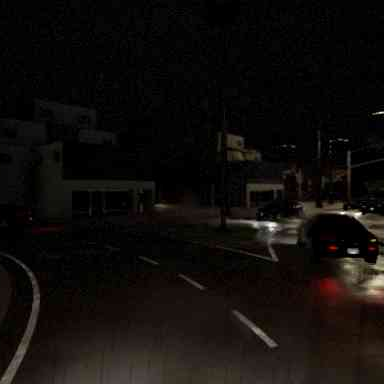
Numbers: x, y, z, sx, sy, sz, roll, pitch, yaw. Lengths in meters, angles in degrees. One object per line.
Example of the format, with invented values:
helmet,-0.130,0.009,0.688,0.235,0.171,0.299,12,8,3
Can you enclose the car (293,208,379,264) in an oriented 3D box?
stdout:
car,4.898,1.489,11.629,1.812,1.442,4.674,0,0,9

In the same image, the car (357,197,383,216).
car,17.274,1.441,30.718,4.181,1.385,1.994,0,0,-44

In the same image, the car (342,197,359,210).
car,18.424,1.370,36.963,4.892,1.490,1.837,-1,0,-44

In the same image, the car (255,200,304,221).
car,7.102,1.445,26.551,4.892,1.490,1.837,0,0,-39

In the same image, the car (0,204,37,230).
car,-12.544,1.538,21.307,5.008,1.535,1.882,0,0,10
